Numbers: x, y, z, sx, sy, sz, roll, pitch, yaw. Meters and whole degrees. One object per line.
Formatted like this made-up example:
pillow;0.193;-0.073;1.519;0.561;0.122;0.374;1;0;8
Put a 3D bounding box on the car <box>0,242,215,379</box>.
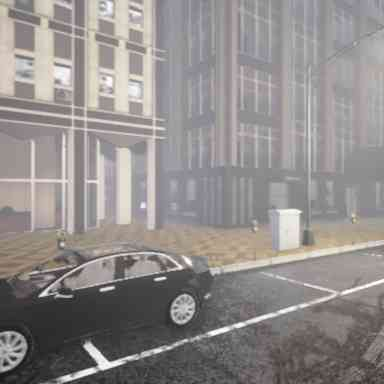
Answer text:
car;-1.624;1.563;5.405;4.403;1.369;2.008;0;-1;-35
